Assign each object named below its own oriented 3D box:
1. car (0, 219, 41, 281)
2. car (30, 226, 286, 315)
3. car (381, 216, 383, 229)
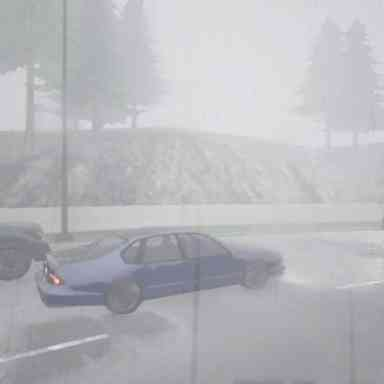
[{"bbox_3d":[-6.404,1.118,7.851,5.566,2.045,2.150,0,0,-36],"label":"car"},{"bbox_3d":[-0.461,1.481,7.313,5.357,1.411,2.033,0,1,-29],"label":"car"},{"bbox_3d":[11.461,1.422,15.786,4.902,1.511,2.128,0,0,-14],"label":"car"}]
